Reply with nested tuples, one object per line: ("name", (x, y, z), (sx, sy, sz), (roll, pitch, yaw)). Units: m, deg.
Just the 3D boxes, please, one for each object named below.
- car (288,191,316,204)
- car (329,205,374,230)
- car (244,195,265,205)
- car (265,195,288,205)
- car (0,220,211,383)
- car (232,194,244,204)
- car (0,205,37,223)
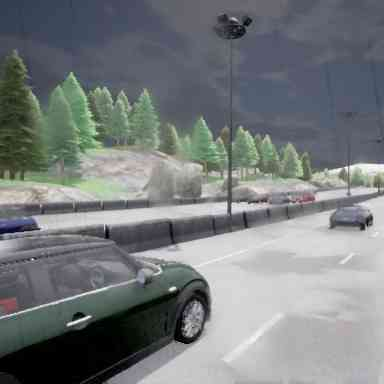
("car", (16.113, 0.853, 47.785), (2.150, 2.045, 5.566), (0, 1, 35))
("car", (10.053, 1.497, 20.859), (1.994, 1.385, 4.181), (0, 0, 35))
("car", (10.416, 1.151, 51.853), (1.882, 1.535, 5.008), (0, 1, 35))
("car", (13.274, 1.238, 49.833), (2.033, 1.411, 5.357), (0, 1, 35))
("car", (-1.627, 1.356, 4.345), (2.097, 1.767, 4.553), (0, 0, 35))
("car", (7.558, 1.138, 53.874), (1.837, 1.490, 4.892), (0, 1, 35))
("car", (-8.518, 1.355, 13.132), (2.097, 1.767, 4.553), (0, 0, 35))
